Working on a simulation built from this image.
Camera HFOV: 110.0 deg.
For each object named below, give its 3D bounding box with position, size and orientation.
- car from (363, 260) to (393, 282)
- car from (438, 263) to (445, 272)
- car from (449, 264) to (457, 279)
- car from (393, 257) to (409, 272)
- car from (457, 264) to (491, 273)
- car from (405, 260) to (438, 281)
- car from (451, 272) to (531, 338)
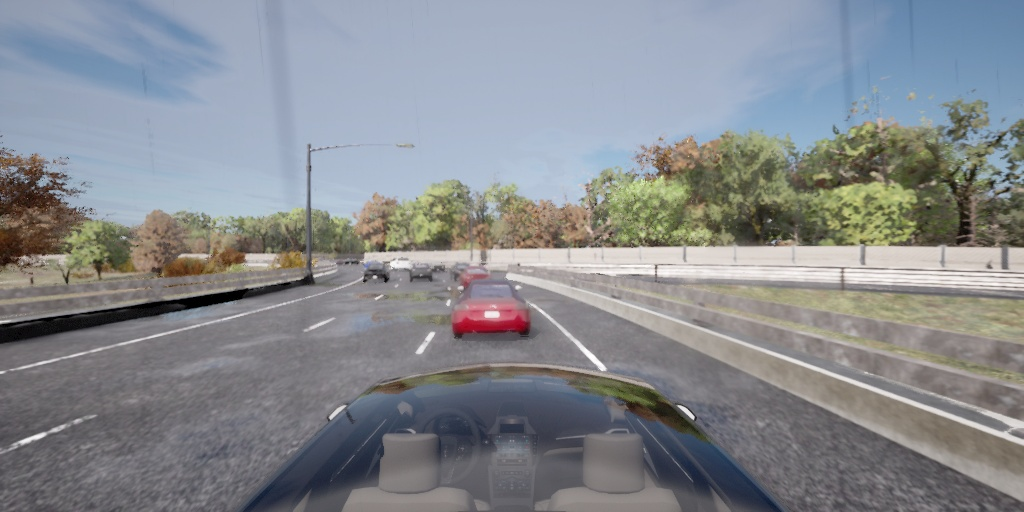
[{"bbox_3d":[-11.279,1.367,30.110,1.837,1.490,4.892,0,0,-16],"label":"car"},{"bbox_3d":[-10.390,1.512,47.896,1.895,1.301,4.718,0,0,-24],"label":"car"},{"bbox_3d":[-4.319,1.373,31.157,1.812,1.442,4.674,0,0,-15],"label":"car"},{"bbox_3d":[-16.252,1.159,52.067,2.150,2.045,5.566,0,0,-28],"label":"car"},{"bbox_3d":[-2.232,1.341,21.920,1.812,1.442,4.674,0,0,-10],"label":"car"},{"bbox_3d":[-7.913,1.348,31.118,2.128,1.511,4.902,0,0,-16],"label":"car"},{"bbox_3d":[-0.632,1.341,10.349,1.994,1.385,4.181,0,0,-5],"label":"car"}]
